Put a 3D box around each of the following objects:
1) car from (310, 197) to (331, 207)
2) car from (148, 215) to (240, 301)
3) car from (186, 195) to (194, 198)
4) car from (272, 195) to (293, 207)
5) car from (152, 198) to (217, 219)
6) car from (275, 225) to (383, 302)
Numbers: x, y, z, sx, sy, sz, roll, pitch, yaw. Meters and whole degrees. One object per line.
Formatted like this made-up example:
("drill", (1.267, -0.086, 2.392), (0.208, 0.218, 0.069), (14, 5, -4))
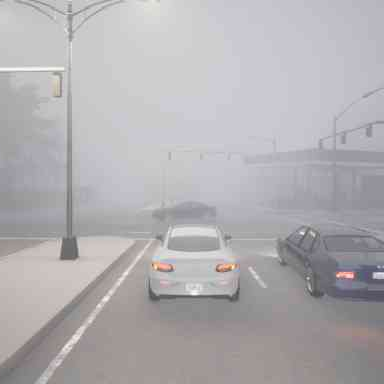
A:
("car", (18.669, 1.433, 48.595), (1.970, 1.475, 3.806), (0, 0, 0))
("car", (0.039, 1.516, 8.178), (1.812, 1.442, 4.674), (0, 0, 0))
("car", (-0.428, 1.428, 72.796), (1.812, 1.442, 4.674), (0, 0, 0))
("car", (12.929, 1.261, 47.798), (2.242, 1.667, 4.611), (0, 0, 0))
("car", (-0.559, 1.444, 25.470), (5.008, 1.535, 1.882), (0, 0, -17))
("car", (3.518, 1.545, 8.483), (2.033, 1.411, 5.357), (0, 0, 3))
